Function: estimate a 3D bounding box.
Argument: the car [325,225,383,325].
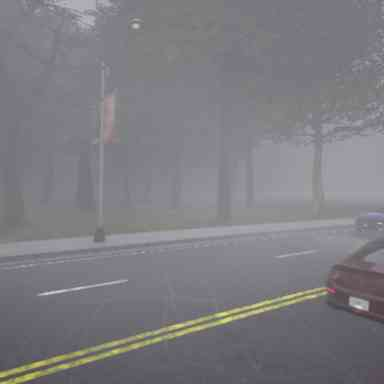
[{"bbox_3d":[4.427,1.476,6.172,4.674,1.442,1.812,0,0,-32],"label":"car"}]

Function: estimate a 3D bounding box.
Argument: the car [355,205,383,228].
[{"bbox_3d":[10.770,1.349,17.518,5.008,1.535,1.882,-1,0,-27],"label":"car"}]
